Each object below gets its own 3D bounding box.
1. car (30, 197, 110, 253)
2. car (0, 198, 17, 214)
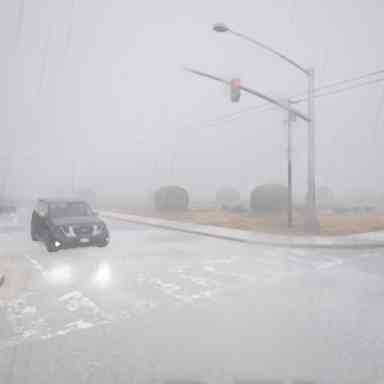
[{"bbox_3d":[-5.422,1.313,14.252,2.150,2.045,5.566,-1,2,-35],"label":"car"},{"bbox_3d":[-19.698,1.444,34.915,1.882,1.535,5.008,-1,2,-35],"label":"car"}]
